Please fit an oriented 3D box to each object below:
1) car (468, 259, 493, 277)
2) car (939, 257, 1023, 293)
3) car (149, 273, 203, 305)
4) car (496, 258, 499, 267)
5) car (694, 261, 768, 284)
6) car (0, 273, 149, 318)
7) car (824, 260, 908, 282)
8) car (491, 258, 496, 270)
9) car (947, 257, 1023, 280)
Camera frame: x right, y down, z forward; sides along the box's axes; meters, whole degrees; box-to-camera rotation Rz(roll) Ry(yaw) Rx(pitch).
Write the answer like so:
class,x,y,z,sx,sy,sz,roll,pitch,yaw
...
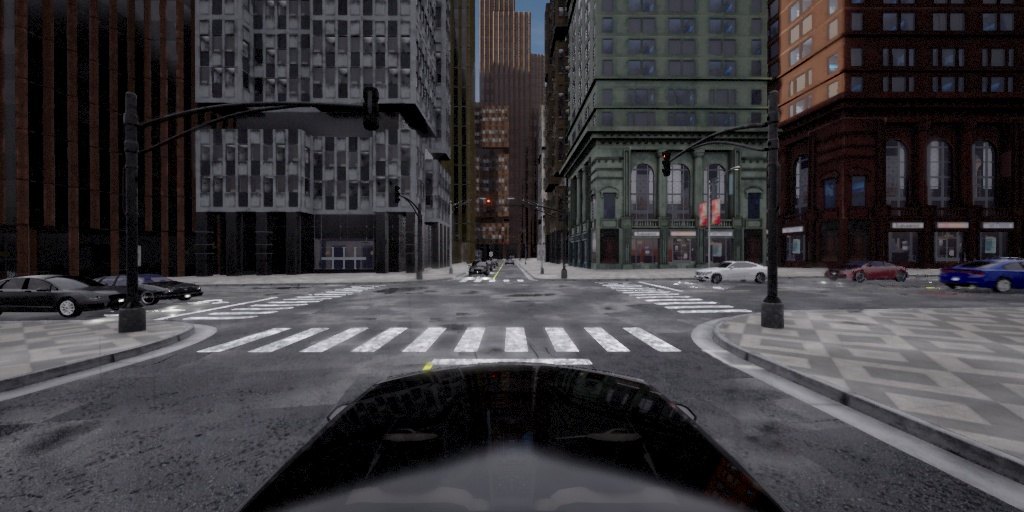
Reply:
class,x,y,z,sx,sy,sz,roll,pitch,yaw
car,-3.237,1.237,35.938,1.837,1.490,4.892,0,0,-1
car,23.632,0.906,17.119,5.008,1.535,1.882,-1,0,0
car,-17.867,1.524,17.046,5.357,1.411,2.033,-1,0,5
car,-3.409,1.301,55.739,1.895,1.301,4.718,0,0,0
car,14.594,1.037,23.787,4.674,1.442,1.812,-1,0,-1
car,-17.423,1.492,13.740,4.892,1.490,1.837,-1,0,0
car,23.416,0.962,23.812,4.181,1.385,1.994,-1,0,0
car,-3.323,1.223,45.450,1.837,1.490,4.892,0,0,0
car,32.375,0.811,23.836,4.674,1.442,1.812,-1,0,-1
